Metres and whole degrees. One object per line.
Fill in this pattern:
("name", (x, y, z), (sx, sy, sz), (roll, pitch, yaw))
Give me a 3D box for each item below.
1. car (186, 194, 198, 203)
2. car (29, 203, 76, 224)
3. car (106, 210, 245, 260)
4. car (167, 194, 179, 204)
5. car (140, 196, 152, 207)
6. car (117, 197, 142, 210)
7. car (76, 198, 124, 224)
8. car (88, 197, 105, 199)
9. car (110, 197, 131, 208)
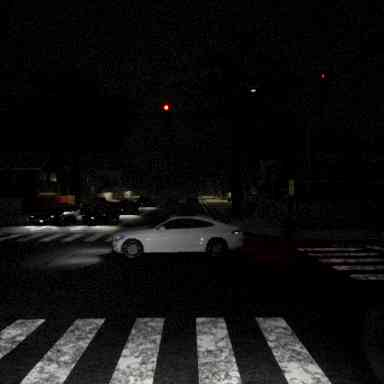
("car", (0.075, 1.099, 57.126), (1.882, 1.535, 5.008), (0, 1, 0))
("car", (-9.863, 1.511, 24.432), (2.033, 1.411, 5.357), (0, 0, 0))
("car", (-0.461, 1.525, 12.018), (4.674, 1.442, 1.812), (0, 0, -1))
("car", (-3.175, 1.133, 55.844), (2.128, 1.511, 4.902), (0, 1, 0))
("car", (-6.611, 1.300, 46.211), (1.837, 1.490, 4.892), (0, 1, 0))
("car", (-6.612, 1.499, 33.439), (1.994, 1.385, 4.181), (0, 0, 0))
("car", (-6.611, 1.468, 24.512), (1.837, 1.490, 4.892), (0, 0, 0))
("car", (-9.865, 1.285, 33.816), (2.097, 1.767, 4.553), (0, 0, 0))
("car", (-9.860, 1.400, 46.035), (1.895, 1.301, 4.718), (0, 1, 0))
